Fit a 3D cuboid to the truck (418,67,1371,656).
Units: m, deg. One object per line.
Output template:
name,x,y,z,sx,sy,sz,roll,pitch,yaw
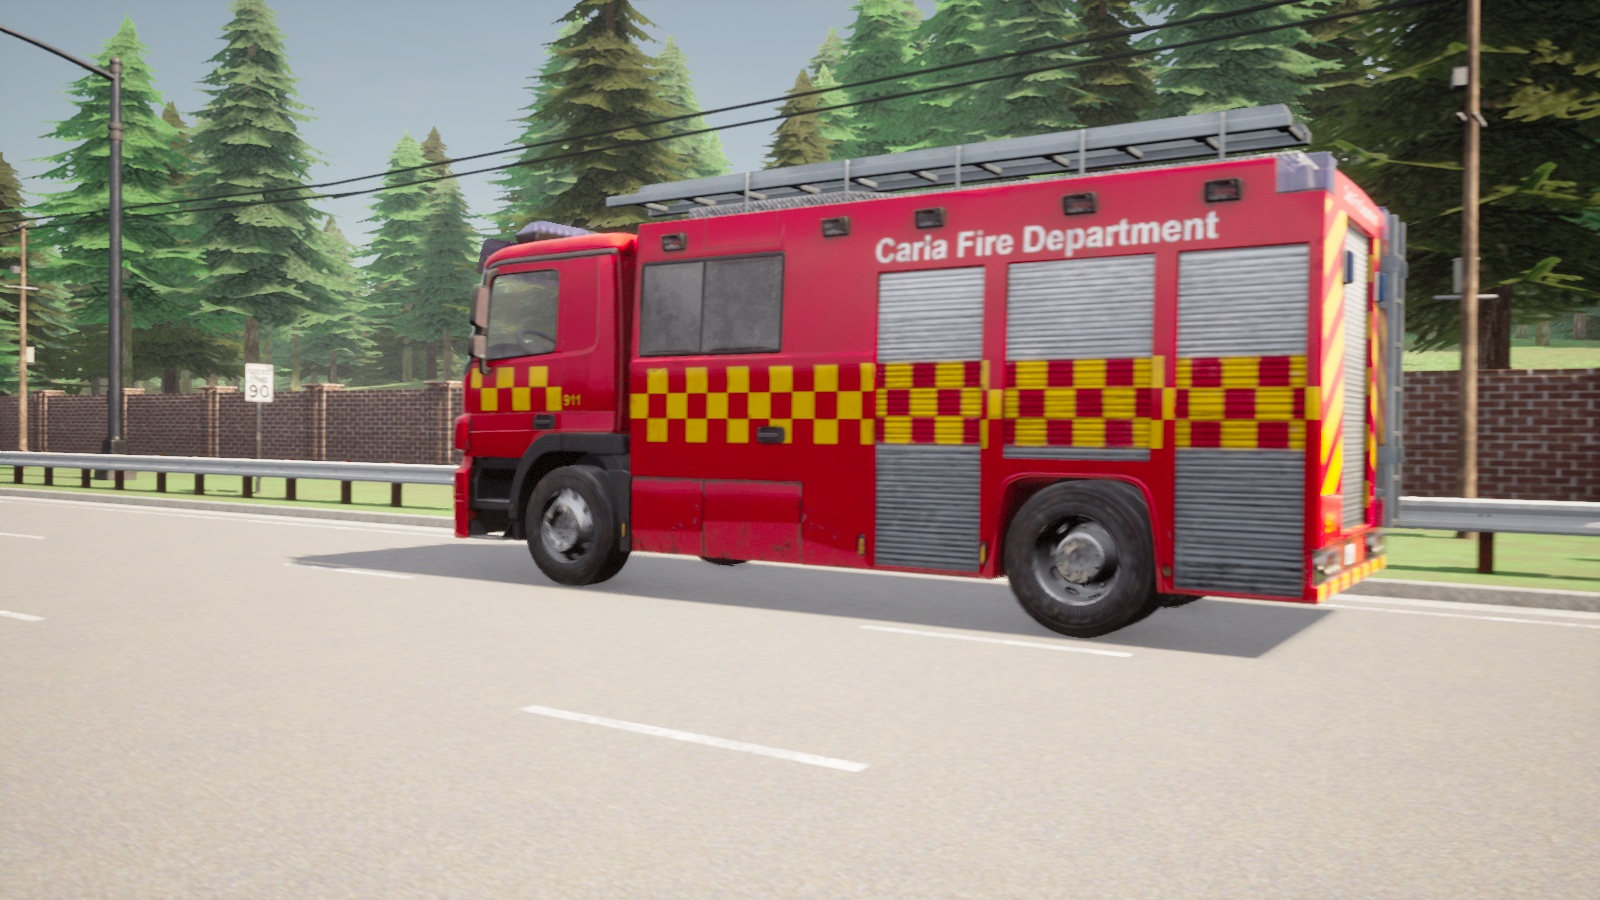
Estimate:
truck,0.473,-0.596,11.687,8.468,3.827,2.891,0,1,33
